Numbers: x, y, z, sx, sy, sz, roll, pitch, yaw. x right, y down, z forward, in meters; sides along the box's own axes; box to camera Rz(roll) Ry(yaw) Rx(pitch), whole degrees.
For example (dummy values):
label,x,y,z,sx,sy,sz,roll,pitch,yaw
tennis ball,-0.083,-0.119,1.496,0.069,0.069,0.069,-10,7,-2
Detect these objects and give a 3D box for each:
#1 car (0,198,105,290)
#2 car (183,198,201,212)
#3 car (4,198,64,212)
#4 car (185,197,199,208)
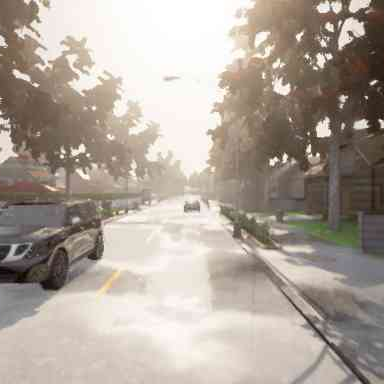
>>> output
label,x,y,z,sx,sy,sz,roll,pitch,yaw
car,-4.097,1.217,9.415,2.150,2.045,5.566,0,0,0
car,0.014,1.544,38.490,1.994,1.385,4.181,0,0,0
car,-16.627,1.309,35.189,5.357,1.415,2.033,0,0,0
car,0.025,1.539,49.563,1.994,1.385,4.181,0,0,0
